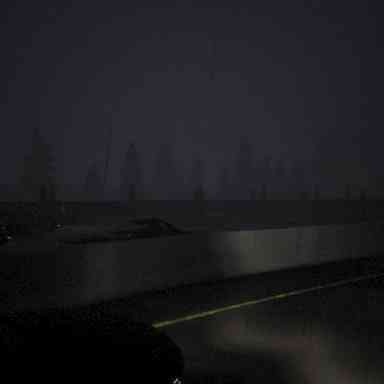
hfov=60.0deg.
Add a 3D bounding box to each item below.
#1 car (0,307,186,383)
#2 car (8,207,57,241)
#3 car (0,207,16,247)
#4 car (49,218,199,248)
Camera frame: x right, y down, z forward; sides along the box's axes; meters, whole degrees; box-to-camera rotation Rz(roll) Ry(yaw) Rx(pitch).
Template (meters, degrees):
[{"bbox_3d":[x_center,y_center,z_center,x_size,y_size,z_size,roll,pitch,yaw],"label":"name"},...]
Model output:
[{"bbox_3d":[-2.321,1.468,1.951,5.008,1.535,1.882,0,0,-36],"label":"car"},{"bbox_3d":[-8.560,1.439,14.838,4.902,1.511,2.128,0,0,-34],"label":"car"},{"bbox_3d":[-8.580,1.447,10.590,4.902,1.511,2.128,0,0,-35],"label":"car"},{"bbox_3d":[-1.913,1.571,10.903,4.718,1.301,1.895,0,0,-32],"label":"car"}]
